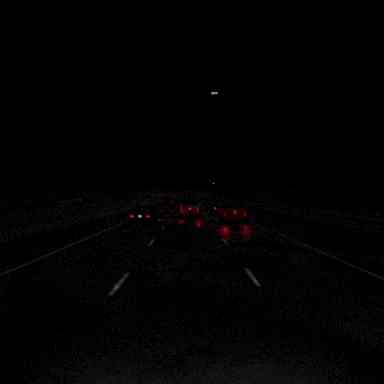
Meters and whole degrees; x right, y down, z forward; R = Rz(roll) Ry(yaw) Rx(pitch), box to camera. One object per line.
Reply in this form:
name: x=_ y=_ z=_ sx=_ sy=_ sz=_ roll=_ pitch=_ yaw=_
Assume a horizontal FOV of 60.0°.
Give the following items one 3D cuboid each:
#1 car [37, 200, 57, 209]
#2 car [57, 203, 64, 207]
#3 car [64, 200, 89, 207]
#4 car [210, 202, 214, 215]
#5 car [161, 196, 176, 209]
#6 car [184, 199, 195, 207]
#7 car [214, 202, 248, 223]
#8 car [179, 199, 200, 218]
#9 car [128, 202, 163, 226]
car: x=-21.509 y=1.945 z=49.811 sx=1.994 sy=1.385 sz=4.181 roll=0 pitch=0 yaw=0
car: x=-18.010 y=1.918 z=49.962 sx=1.812 sy=1.442 sz=4.674 roll=0 pitch=0 yaw=0
car: x=-14.479 y=1.944 z=43.292 sx=1.895 sy=1.301 sz=4.718 roll=0 pitch=0 yaw=0
car: x=3.151 y=1.902 z=39.557 sx=2.033 sy=1.411 sz=5.357 roll=0 pitch=0 yaw=0
car: x=-3.911 y=1.693 z=55.025 sx=2.150 sy=2.045 sz=5.566 roll=0 pitch=0 yaw=-1
car: x=-0.491 y=2.044 z=64.001 sx=2.128 sy=1.511 sz=4.902 roll=0 pitch=-1 yaw=-1
car: x=3.312 y=1.606 z=27.886 sx=2.097 sy=1.767 sz=4.553 roll=0 pitch=-1 yaw=0
car: x=-0.223 y=1.657 z=34.547 sx=2.097 sy=1.767 sz=4.553 roll=0 pitch=0 yaw=-1
car: x=-3.644 y=1.764 z=25.578 sx=2.033 sy=1.411 sz=5.357 roll=0 pitch=-1 yaw=0
